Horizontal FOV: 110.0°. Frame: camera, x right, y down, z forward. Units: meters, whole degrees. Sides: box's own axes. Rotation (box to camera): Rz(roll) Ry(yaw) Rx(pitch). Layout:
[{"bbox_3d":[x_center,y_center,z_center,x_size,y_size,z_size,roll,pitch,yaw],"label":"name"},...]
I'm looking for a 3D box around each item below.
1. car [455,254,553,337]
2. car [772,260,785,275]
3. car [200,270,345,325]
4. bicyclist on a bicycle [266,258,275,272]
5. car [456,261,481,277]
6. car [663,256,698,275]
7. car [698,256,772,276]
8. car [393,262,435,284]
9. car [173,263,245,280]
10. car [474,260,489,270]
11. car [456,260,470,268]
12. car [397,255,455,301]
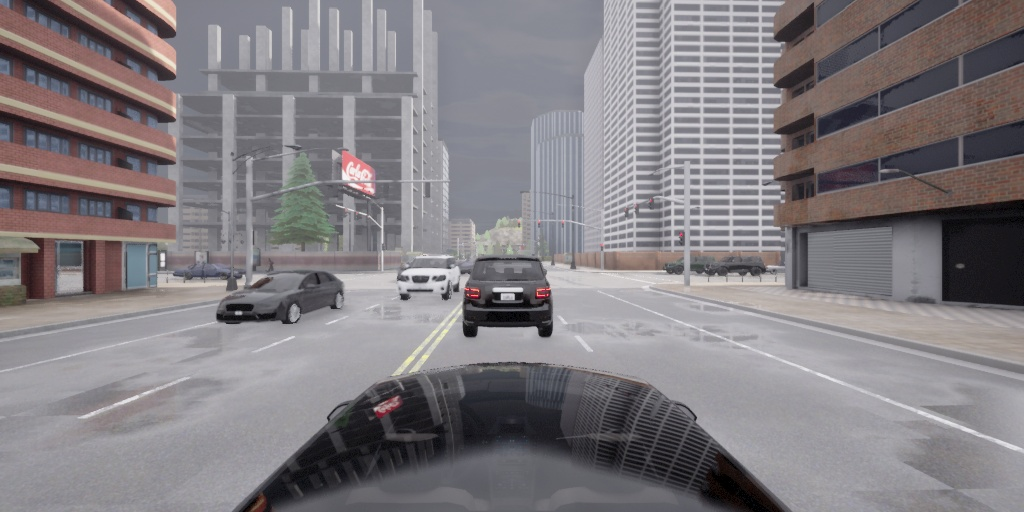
[{"bbox_3d":[-0.118,0.971,10.407,2.150,2.045,5.566,0,0,-1],"label":"car"},{"bbox_3d":[29.523,1.351,39.234,4.718,1.301,1.895,0,0,-1],"label":"car"},{"bbox_3d":[-7.295,1.254,11.924,1.837,1.490,4.892,0,0,-1],"label":"car"},{"bbox_3d":[-28.696,1.051,42.535,0.582,1.620,1.656,0,0,-1],"label":"bicyclist on a bicycle"},{"bbox_3d":[-4.287,1.298,36.179,2.033,1.411,5.357,0,0,-1],"label":"car"},{"bbox_3d":[19.393,0.972,38.985,5.566,2.045,2.150,0,0,-1],"label":"car"},{"bbox_3d":[22.003,0.971,35.555,5.566,2.045,2.150,0,0,-2],"label":"car"},{"bbox_3d":[-7.630,1.241,28.450,2.128,1.511,4.902,0,0,-1],"label":"car"},{"bbox_3d":[-25.618,1.297,30.627,5.357,1.411,2.033,0,0,-1],"label":"car"},{"bbox_3d":[-4.655,1.314,54.631,1.994,1.385,4.181,0,0,-1],"label":"car"},{"bbox_3d":[-8.267,1.314,60.945,1.994,1.385,4.181,0,0,-1],"label":"car"},{"bbox_3d":[-3.915,0.972,17.866,2.150,2.045,5.566,0,0,-1],"label":"car"}]
